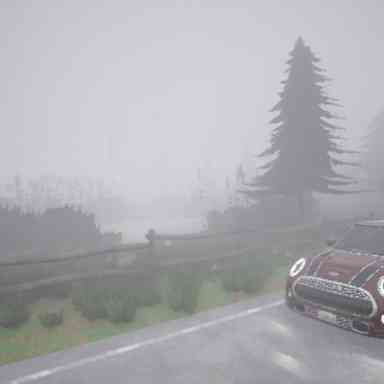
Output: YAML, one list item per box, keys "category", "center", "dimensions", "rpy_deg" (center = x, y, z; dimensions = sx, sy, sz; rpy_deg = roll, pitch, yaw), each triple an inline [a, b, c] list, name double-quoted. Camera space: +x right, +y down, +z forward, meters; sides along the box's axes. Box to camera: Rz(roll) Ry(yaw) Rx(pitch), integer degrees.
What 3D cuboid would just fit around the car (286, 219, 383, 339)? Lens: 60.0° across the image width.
- category: "car"
  center: [3.906, 1.361, 6.566]
  dimensions: [4.553, 1.767, 2.097]
  rpy_deg: [0, 0, -37]
